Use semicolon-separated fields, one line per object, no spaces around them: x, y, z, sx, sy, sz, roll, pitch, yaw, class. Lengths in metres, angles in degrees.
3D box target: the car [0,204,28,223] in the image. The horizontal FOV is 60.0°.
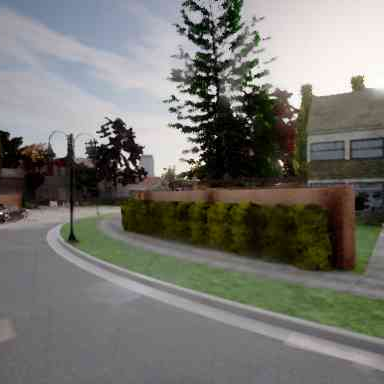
-15.048;1.685;26.620;2.033;1.411;5.357;0;0;-5;car
